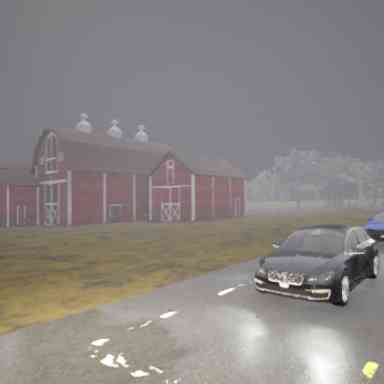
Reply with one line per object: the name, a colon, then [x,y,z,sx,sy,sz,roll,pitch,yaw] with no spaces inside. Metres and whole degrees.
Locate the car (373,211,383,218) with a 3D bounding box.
car: [9.822,1.640,16.162,1.882,1.535,5.008,-2,-1,40]

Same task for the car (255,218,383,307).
car: [3.392,1.621,8.505,1.837,1.490,4.892,-2,-1,40]
